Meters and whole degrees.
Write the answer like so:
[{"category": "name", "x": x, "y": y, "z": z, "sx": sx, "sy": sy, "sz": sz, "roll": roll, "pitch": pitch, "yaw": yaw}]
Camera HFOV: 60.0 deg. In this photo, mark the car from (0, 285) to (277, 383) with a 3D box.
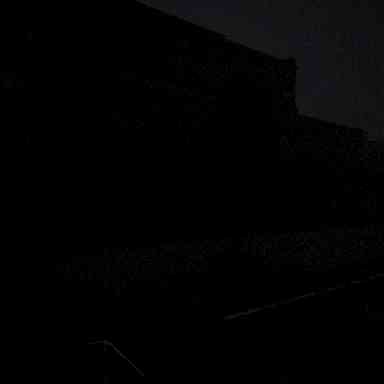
[{"category": "car", "x": -1.602, "y": 1.601, "z": 2.542, "sx": 4.718, "sy": 1.301, "sz": 1.895, "roll": 0, "pitch": 0, "yaw": -35}]
